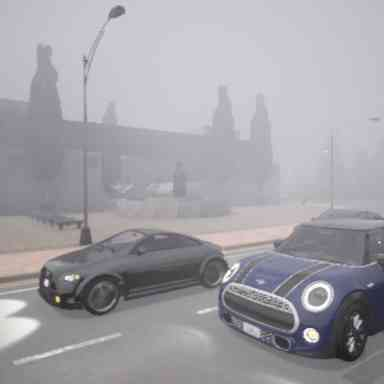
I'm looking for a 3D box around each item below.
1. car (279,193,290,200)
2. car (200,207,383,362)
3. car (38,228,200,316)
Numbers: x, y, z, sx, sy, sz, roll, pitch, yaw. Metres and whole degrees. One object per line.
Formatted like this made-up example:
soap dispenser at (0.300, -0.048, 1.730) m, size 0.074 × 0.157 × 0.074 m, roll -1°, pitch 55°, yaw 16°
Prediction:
car at (20.938, 1.061, 78.380) m, size 1.812 × 1.442 × 4.674 m, roll -1°, pitch 0°, yaw -34°
car at (2.633, 1.311, 5.972) m, size 4.553 × 1.767 × 2.097 m, roll -1°, pitch 0°, yaw -36°
car at (-1.165, 1.540, 7.536) m, size 4.181 × 1.385 × 1.994 m, roll -1°, pitch 0°, yaw -36°
